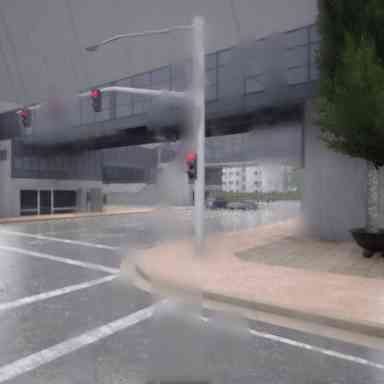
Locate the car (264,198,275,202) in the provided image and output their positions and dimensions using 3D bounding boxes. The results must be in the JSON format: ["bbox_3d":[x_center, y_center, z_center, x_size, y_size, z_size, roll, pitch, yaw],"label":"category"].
[{"bbox_3d":[11.888,1.157,53.817,1.994,1.385,4.181,0,0,36],"label":"car"}]

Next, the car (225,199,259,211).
[{"bbox_3d":[6.243,1.592,40.201,1.895,1.301,4.718,0,0,36],"label":"car"}]

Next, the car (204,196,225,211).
[{"bbox_3d":[2.650,1.342,41.205,2.097,1.767,4.553,0,0,36],"label":"car"}]
